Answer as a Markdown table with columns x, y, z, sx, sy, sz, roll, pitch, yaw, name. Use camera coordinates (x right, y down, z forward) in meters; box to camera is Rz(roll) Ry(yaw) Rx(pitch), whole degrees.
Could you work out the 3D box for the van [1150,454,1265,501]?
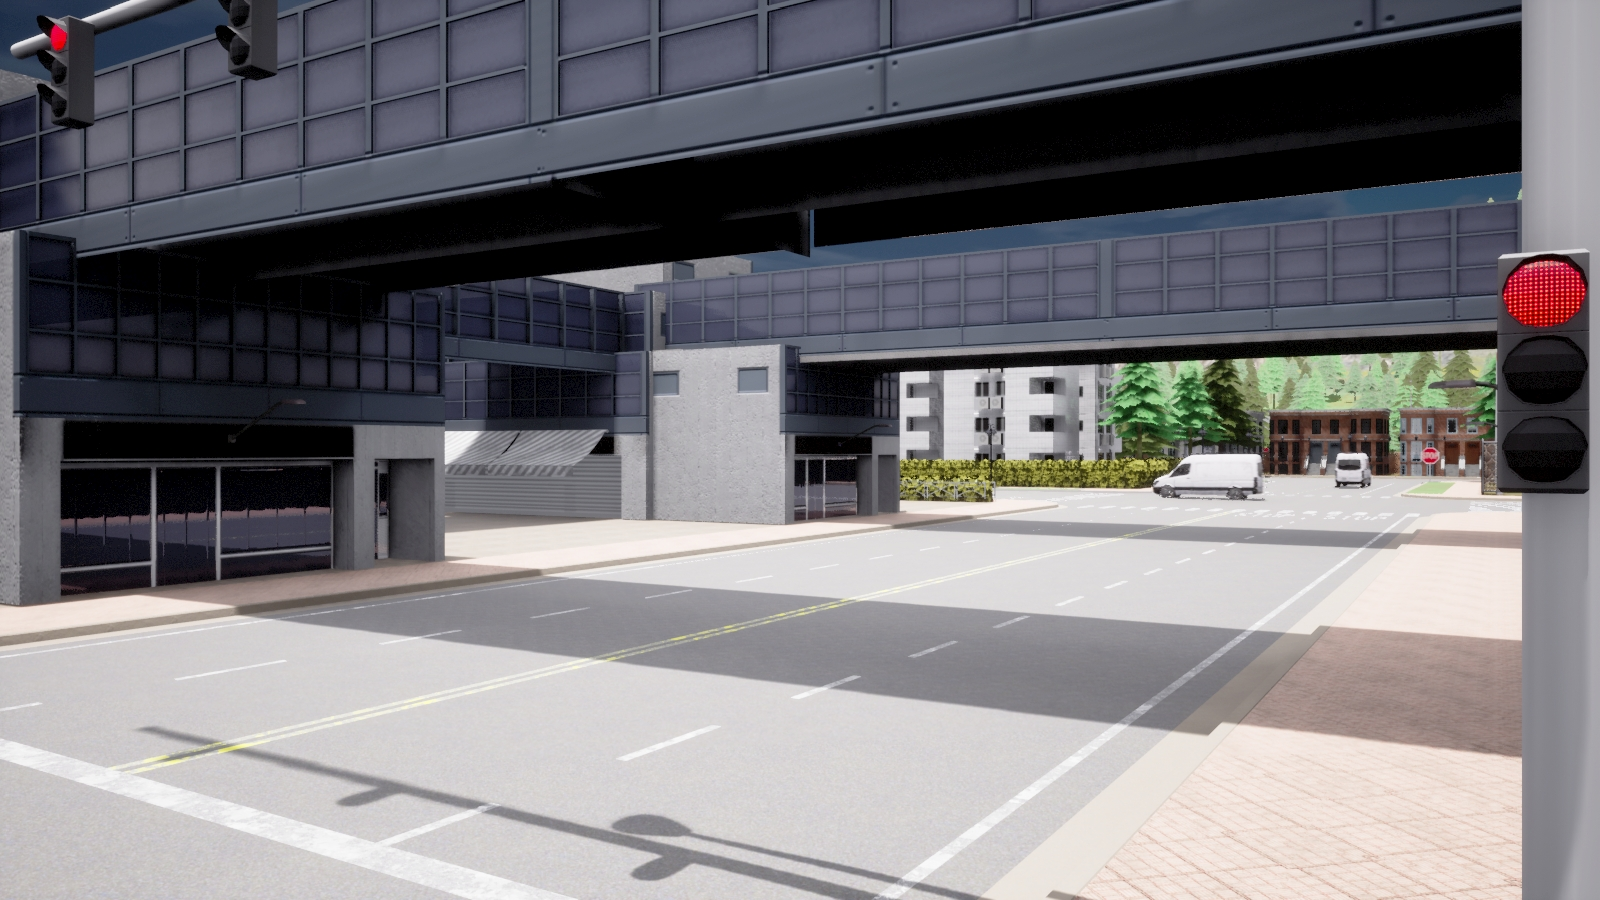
| x | y | z | sx | sy | sz | roll | pitch | yaw | name |
| --- | --- | --- | --- | --- | --- | --- | --- | --- | --- |
| 23.160 | 1.534 | 65.063 | 5.915 | 2.561 | 1.988 | 0 | 0 | 31 | van |
